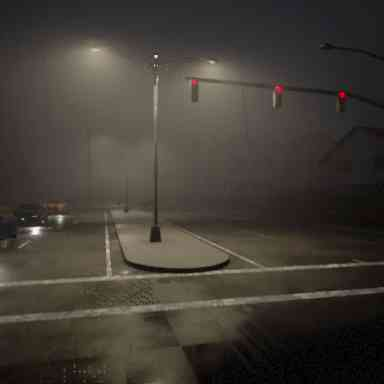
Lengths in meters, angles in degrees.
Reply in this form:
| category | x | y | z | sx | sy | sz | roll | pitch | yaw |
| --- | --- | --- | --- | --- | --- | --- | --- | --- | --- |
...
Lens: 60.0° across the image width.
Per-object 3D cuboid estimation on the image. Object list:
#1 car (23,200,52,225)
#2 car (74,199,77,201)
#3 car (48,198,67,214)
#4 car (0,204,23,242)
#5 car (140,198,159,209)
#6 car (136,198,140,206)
| category | x | y | z | sx | sy | sz | roll | pitch | yaw |
| --- | --- | --- | --- | --- | --- | --- | --- | --- | --- |
| car | -11.792 | 1.568 | 24.363 | 1.837 | 1.490 | 4.892 | 0 | 0 | -15 |
| car | -18.495 | 1.310 | 50.299 | 1.994 | 1.385 | 4.181 | 0 | 0 | -15 |
| car | -14.747 | 1.449 | 35.656 | 2.097 | 1.767 | 4.553 | 0 | 0 | -15 |
| car | -9.213 | 1.385 | 14.526 | 2.097 | 1.767 | 4.553 | 0 | 0 | -15 |
| car | -6.024 | 1.665 | 48.104 | 1.837 | 1.490 | 4.892 | 0 | 0 | -15 |
| car | -8.649 | 1.716 | 58.079 | 1.812 | 1.442 | 4.674 | 0 | 0 | -15 |
